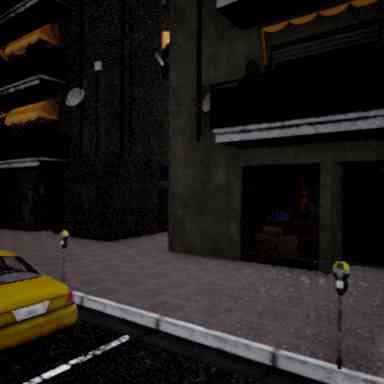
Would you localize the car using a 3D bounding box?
[{"bbox_3d":[-3.977,1.527,5.702,4.829,1.417,1.752,0,0,36],"label":"car"}]
